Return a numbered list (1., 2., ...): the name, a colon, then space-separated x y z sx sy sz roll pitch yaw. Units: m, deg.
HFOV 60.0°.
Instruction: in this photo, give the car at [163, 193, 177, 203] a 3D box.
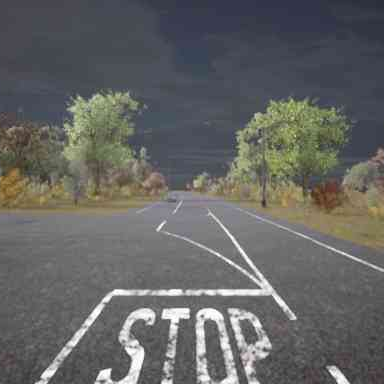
1. car: -3.583 0.887 54.665 2.097 1.767 4.553 0 0 -1
